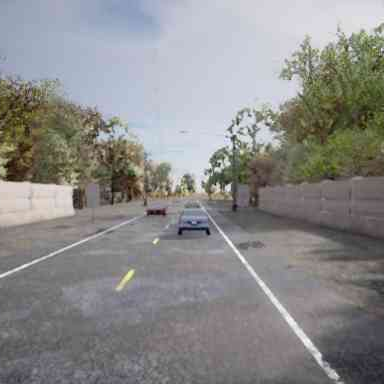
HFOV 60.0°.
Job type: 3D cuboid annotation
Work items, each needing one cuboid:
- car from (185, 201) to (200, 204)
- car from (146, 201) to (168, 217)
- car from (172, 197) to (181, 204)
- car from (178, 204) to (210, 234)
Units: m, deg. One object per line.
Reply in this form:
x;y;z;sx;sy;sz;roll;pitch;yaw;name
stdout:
0.080;1.861;43.804;1.994;1.385;4.181;0;0;0;car
-3.584;1.719;34.680;1.882;1.535;5.008;0;0;0;car
-3.464;1.923;75.270;2.033;1.411;5.357;0;0;0;car
0.112;1.694;20.217;2.033;1.411;5.357;0;0;0;car
